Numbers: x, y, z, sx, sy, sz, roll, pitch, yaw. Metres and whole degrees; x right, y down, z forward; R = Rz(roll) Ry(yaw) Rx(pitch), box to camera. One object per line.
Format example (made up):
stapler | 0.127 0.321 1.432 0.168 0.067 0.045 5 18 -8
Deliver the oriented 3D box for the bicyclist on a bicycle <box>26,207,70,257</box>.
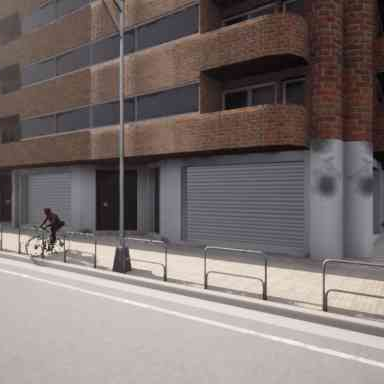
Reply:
bicyclist on a bicycle | -4.747 1.338 11.132 0.582 1.620 1.656 1 -4 33
